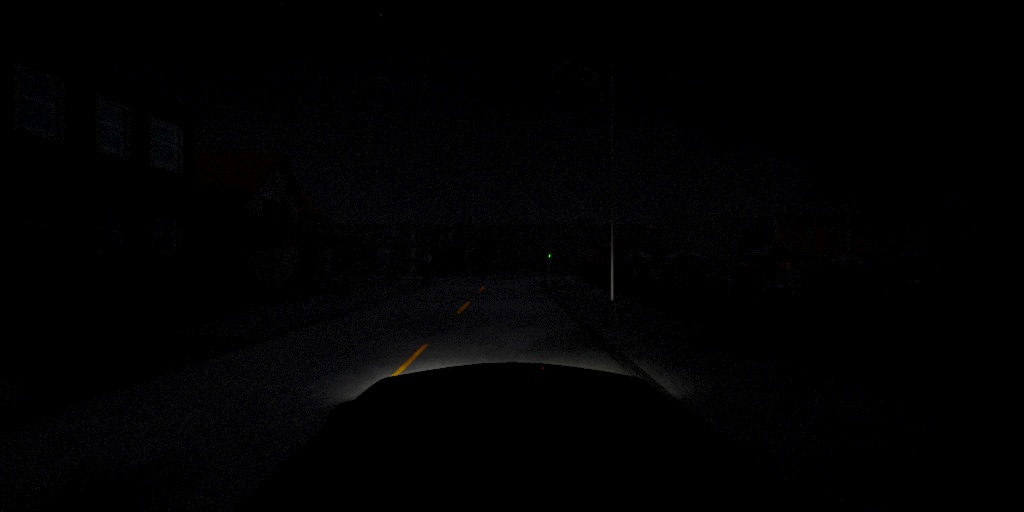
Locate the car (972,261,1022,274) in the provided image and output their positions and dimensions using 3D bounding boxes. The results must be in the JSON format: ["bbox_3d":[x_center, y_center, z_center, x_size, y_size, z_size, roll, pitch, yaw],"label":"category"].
[{"bbox_3d":[47.766,1.259,36.413,2.097,1.767,4.553,0,-1,-32],"label":"car"}]

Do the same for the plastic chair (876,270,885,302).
[{"bbox_3d":[17.187,1.429,16.289,0.750,1.272,0.730,0,0,-41],"label":"plastic chair"}]

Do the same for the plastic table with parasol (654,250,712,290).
[{"bbox_3d":[10.680,0.892,22.040,2.482,2.480,2.482,0,0,-40],"label":"plastic table with parasol"}]

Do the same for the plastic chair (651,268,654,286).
[{"bbox_3d":[10.413,1.565,26.271,0.750,1.272,0.730,0,0,-40],"label":"plastic chair"}]

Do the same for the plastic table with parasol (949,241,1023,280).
[{"bbox_3d":[15.291,0.778,10.861,2.482,2.480,2.482,0,0,-40],"label":"plastic table with parasol"}]

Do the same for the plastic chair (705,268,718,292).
[{"bbox_3d":[11.413,1.480,21.042,0.750,1.272,0.730,0,0,-40],"label":"plastic chair"}]

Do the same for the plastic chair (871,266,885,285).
[{"bbox_3d":[27.246,1.494,26.370,0.730,1.272,0.750,0,0,-32],"label":"plastic chair"}]

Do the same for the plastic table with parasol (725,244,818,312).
[{"bbox_3d":[9.971,0.793,13.599,2.482,2.480,2.482,0,0,-40],"label":"plastic table with parasol"}]

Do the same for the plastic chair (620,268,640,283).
[{"bbox_3d":[8.707,1.567,26.368,0.730,1.272,0.750,0,0,-35],"label":"plastic chair"}]

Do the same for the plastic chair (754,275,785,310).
[{"bbox_3d":[8.997,1.417,12.699,0.730,1.272,0.750,0,0,-35],"label":"plastic chair"}]

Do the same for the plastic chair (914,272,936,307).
[{"bbox_3d":[16.943,1.405,14.437,0.730,1.272,0.750,0,0,-34],"label":"plastic chair"}]

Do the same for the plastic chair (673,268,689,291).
[{"bbox_3d":[9.707,1.488,21.138,0.730,1.272,0.750,0,0,-35],"label":"plastic chair"}]

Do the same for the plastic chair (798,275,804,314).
[{"bbox_3d":[10.703,1.410,12.602,0.750,1.272,0.730,0,0,-40],"label":"plastic chair"}]

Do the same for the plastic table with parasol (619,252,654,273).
[{"bbox_3d":[9.680,0.971,27.270,2.482,2.480,2.482,0,0,-40],"label":"plastic table with parasol"}]

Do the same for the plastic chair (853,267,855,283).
[{"bbox_3d":[27.535,1.514,28.301,0.750,1.272,0.730,0,0,-40],"label":"plastic chair"}]

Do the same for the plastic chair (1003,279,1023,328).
[{"bbox_3d":[14.317,1.382,9.959,0.730,1.272,0.750,0,0,-35],"label":"plastic chair"}]

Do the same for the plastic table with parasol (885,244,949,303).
[{"bbox_3d":[17.936,0.745,15.281,2.482,2.480,2.482,0,0,-39],"label":"plastic table with parasol"}]

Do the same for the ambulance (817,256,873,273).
[{"bbox_3d":[37.684,1.253,41.380,6.366,2.431,2.351,0,-1,0],"label":"ambulance"}]

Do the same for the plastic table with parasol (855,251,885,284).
[{"bbox_3d":[28.259,0.867,27.316,2.482,2.480,2.482,0,0,-38],"label":"plastic table with parasol"}]

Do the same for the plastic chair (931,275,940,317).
[{"bbox_3d":[14.546,1.386,11.892,0.750,1.272,0.730,0,0,-40],"label":"plastic chair"}]
